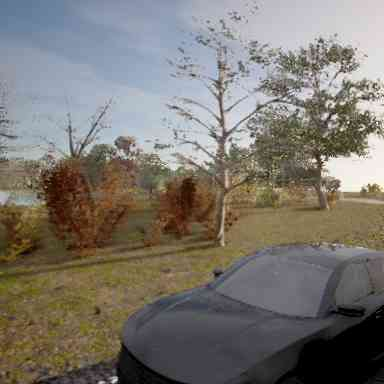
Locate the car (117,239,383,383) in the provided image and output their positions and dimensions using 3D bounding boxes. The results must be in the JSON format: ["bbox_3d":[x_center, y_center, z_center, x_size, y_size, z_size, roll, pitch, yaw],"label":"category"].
[{"bbox_3d":[1.485,1.465,4.388,5.008,1.535,1.882,0,0,-38],"label":"car"}]
